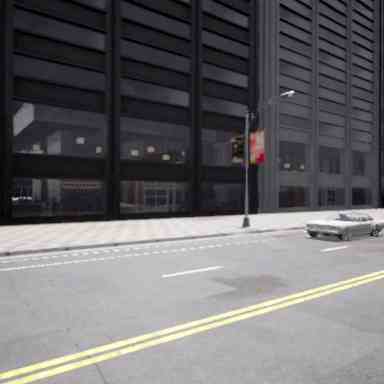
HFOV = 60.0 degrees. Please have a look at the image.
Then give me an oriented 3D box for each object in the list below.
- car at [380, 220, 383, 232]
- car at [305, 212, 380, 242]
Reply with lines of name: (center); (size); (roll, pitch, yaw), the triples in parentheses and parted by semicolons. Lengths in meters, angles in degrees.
car: (10.878, 1.699, 15.444); (4.181, 1.385, 1.994); (1, 0, -35)
car: (8.027, 1.727, 17.403); (4.718, 1.301, 1.895); (1, 0, -36)
